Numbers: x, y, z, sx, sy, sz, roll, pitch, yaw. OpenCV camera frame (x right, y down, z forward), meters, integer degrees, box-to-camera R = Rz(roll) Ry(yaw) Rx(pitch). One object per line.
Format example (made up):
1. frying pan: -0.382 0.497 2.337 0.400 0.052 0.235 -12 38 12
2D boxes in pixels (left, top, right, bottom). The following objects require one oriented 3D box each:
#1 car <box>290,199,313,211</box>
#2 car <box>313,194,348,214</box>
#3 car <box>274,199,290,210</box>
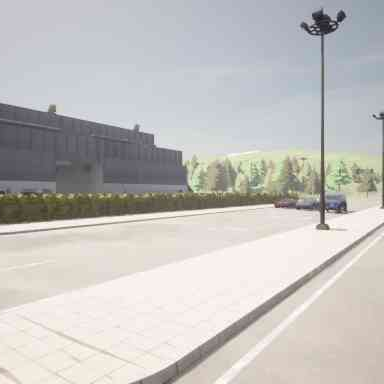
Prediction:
1. car: 14.069 1.547 40.231 2.033 1.411 5.357 0 0 35
2. car: 15.150 1.221 35.705 2.150 2.045 5.566 0 0 35
3. car: 12.507 1.601 44.083 1.895 1.301 4.718 0 0 35
